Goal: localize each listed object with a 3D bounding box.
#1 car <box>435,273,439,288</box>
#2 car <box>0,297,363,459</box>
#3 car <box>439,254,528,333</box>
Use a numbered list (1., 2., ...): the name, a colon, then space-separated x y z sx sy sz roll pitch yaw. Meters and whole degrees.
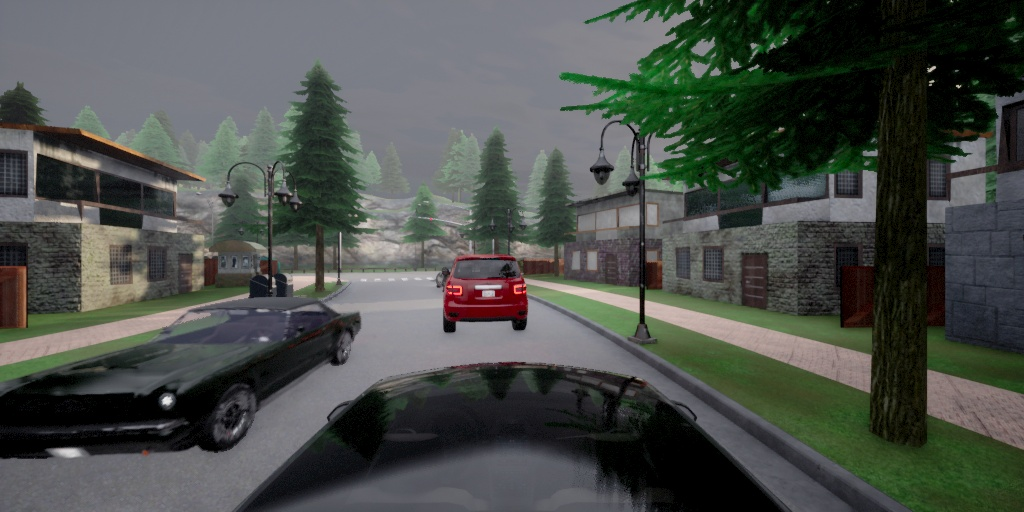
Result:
1. car: -3.368 1.297 21.206 2.033 1.411 5.357 0 0 -18
2. car: -3.897 1.351 5.226 1.895 1.301 4.718 0 0 -4
3. car: -0.952 0.971 11.023 2.150 2.045 5.566 0 0 -9
